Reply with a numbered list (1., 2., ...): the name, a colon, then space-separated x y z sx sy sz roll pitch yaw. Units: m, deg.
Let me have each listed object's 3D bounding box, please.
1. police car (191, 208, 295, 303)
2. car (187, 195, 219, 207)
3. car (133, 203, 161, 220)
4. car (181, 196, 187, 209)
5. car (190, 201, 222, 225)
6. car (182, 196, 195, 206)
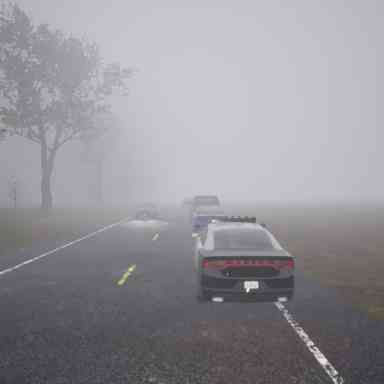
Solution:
1. police car: 1.033 1.427 8.419 1.930 1.638 5.238 0 0 0
2. car: 0.929 1.234 24.355 2.150 2.045 5.566 0 0 -1
3. car: -3.665 1.577 27.788 1.994 1.385 4.181 0 0 -1
4. car: -0.373 1.384 45.827 2.097 1.767 4.553 0 0 0
5. car: 0.978 1.484 18.319 1.882 1.535 5.008 0 0 0
6. car: -0.645 1.539 58.877 2.128 1.511 4.902 0 0 -1
